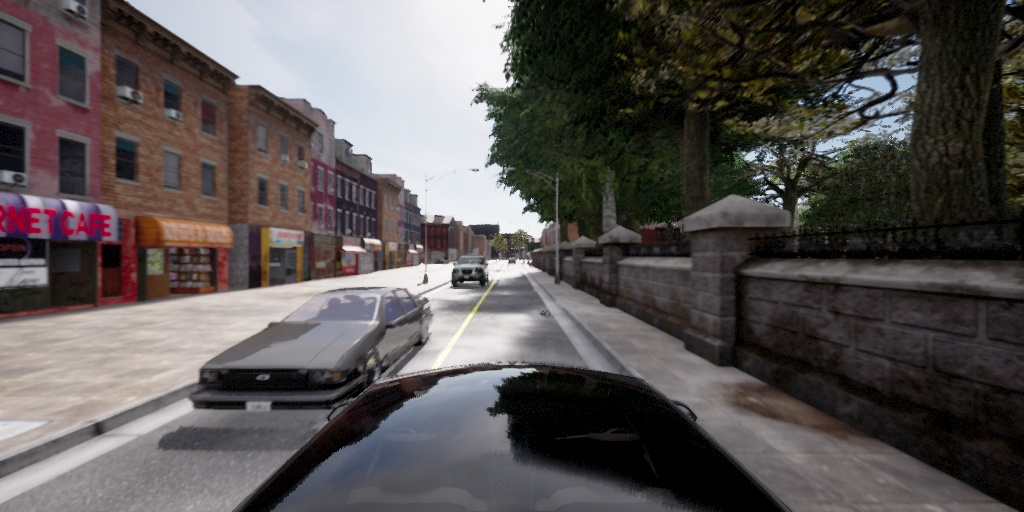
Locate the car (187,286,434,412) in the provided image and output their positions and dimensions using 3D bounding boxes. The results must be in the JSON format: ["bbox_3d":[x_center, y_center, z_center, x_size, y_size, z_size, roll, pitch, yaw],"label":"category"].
[{"bbox_3d":[-2.837,1.296,6.684,2.033,1.411,5.357,0,0,0],"label":"car"}]

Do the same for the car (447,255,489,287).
[{"bbox_3d":[-2.799,0.974,25.029,2.150,2.045,5.566,0,0,0],"label":"car"}]
